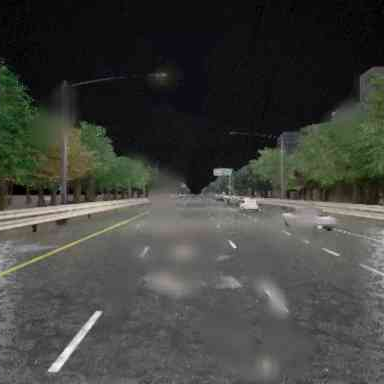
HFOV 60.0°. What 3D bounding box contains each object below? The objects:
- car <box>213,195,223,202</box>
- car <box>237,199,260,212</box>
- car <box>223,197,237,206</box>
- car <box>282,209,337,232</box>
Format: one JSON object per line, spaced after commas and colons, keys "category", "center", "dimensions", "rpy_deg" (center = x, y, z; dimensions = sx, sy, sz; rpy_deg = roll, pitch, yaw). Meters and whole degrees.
{"category": "car", "center": [7.431, 1.853, 88.966], "dimensions": [1.837, 1.490, 4.892], "rpy_deg": [0, 0, 1]}
{"category": "car", "center": [7.092, 1.674, 41.448], "dimensions": [1.812, 1.442, 4.674], "rpy_deg": [0, 0, 0]}
{"category": "car", "center": [7.188, 1.710, 58.819], "dimensions": [2.128, 1.511, 4.902], "rpy_deg": [0, 0, 0]}
{"category": "car", "center": [7.021, 1.659, 20.496], "dimensions": [1.895, 1.301, 4.718], "rpy_deg": [0, 0, 0]}
